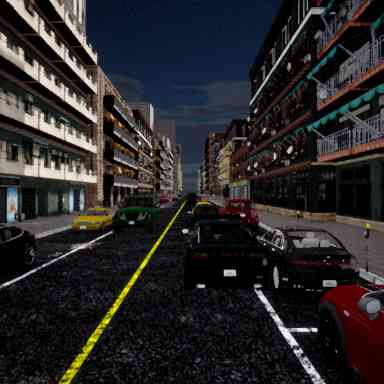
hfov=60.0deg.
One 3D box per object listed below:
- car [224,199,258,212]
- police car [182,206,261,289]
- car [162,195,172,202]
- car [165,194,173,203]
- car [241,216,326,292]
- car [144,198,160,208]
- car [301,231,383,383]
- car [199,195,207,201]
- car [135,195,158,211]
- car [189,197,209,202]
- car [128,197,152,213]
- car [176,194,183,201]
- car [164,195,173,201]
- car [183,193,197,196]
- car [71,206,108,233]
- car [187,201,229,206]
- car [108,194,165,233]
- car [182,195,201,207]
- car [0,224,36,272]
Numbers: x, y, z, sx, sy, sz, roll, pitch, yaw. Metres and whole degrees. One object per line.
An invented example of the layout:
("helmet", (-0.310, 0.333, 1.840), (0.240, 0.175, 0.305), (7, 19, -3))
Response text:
("car", (2.686, 1.314, 19.943), (2.192, 1.841, 5.009), (0, 0, 0))
("police car", (0.752, 1.425, 9.273), (1.930, 1.638, 5.238), (0, 0, 0))
("car", (-5.711, 1.420, 76.308), (1.967, 1.590, 4.097), (0, 0, 0))
("car", (-5.709, 1.298, 70.672), (2.192, 1.841, 5.009), (0, 0, 0))
("car", (2.689, 1.551, 8.670), (2.008, 1.369, 4.403), (0, 0, 0))
("car", (-5.704, 1.573, 48.127), (1.802, 1.307, 4.206), (0, 0, 0))
("car", (2.690, 1.440, 3.034), (1.967, 1.590, 4.097), (0, 0, 0))
("car", (2.668, 1.522, 81.943), (1.887, 1.381, 4.507), (0, 0, 0))
("car", (-5.701, 1.308, 42.490), (2.192, 1.841, 5.009), (0, 0, 0))
("car", (0.892, 1.453, 25.357), (1.801, 1.575, 5.366), (0, 0, 0))
("car", (-5.700, 1.435, 36.854), (1.967, 1.590, 4.097), (0, 0, 0))
("car", (-3.026, 1.327, 87.397), (2.097, 1.767, 4.553), (0, 0, 0))
("car", (-5.713, 1.522, 81.945), (1.887, 1.381, 4.507), (0, 0, 0))
("car", (-0.017, 1.209, 59.744), (2.150, 2.045, 5.566), (0, 0, 0))
("car", (-5.695, 1.524, 19.774), (1.752, 1.417, 4.829), (0, 0, 0))
("car", (0.815, 1.510, 19.170), (1.837, 1.490, 4.892), (0, 0, 0))
("car", (-3.106, 1.220, 19.851), (2.150, 2.045, 5.566), (0, 0, 0))
("car", (0.003, 1.497, 46.445), (1.837, 1.490, 4.892), (0, 0, 0))
("car", (-5.693, 1.566, 8.670), (1.947, 1.339, 4.313), (0, 0, 0))
